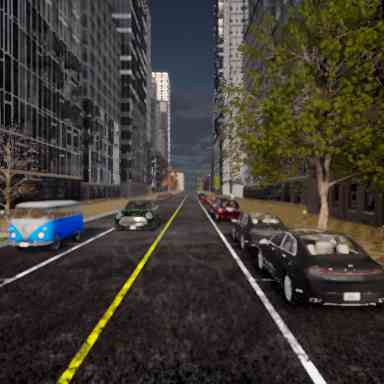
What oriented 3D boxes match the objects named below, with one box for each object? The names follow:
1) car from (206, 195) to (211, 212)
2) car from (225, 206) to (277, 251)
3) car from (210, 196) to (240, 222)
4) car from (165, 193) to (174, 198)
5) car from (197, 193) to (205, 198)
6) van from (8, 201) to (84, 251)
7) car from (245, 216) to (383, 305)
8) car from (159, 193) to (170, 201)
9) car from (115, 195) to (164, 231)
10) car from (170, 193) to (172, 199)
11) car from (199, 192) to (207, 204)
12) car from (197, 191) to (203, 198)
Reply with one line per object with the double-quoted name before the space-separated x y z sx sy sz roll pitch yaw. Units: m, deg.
"car" 2.614 1.237 30.518 1.967 1.590 4.097 0 0 0
"car" 2.659 1.466 13.442 2.008 1.369 4.403 0 0 0
"car" 2.629 1.277 24.826 1.967 1.590 4.097 0 0 0
"car" -5.916 0.925 87.427 1.947 1.339 4.313 0 0 0
"car" 2.450 0.872 93.132 1.947 1.339 4.313 0 0 0
"van" -5.721 1.261 13.423 1.690 1.788 3.998 0 0 0
"car" 2.674 1.502 7.750 2.008 1.369 4.403 0 0 0
"car" -5.856 1.091 64.657 1.887 1.381 4.507 0 0 0
"car" -3.048 1.229 19.379 2.097 1.767 4.553 0 0 0
"car" -5.871 1.082 70.351 1.802 1.307 4.206 0 0 0
"car" 2.555 1.176 53.288 1.887 1.381 4.507 0 0 0
"car" 2.510 1.062 70.365 1.947 1.339 4.313 0 0 0
